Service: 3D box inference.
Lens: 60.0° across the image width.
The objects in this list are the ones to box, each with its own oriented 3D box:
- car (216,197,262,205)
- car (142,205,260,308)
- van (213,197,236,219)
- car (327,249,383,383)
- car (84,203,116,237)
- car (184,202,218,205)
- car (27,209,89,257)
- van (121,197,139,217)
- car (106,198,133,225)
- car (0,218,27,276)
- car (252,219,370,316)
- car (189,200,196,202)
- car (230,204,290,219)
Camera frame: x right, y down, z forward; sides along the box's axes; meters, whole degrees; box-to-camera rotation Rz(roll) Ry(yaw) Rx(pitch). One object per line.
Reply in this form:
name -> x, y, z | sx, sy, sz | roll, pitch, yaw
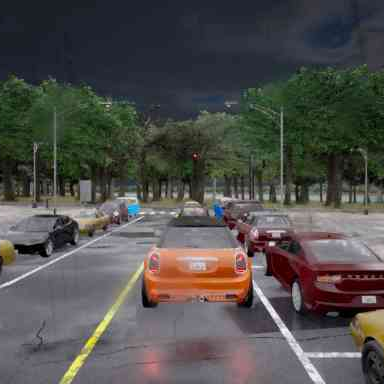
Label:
car -> 2.776, 1.317, 18.299 | 2.192, 1.841, 5.009 | 0, 0, 0
car -> 0.106, 1.352, 8.096 | 2.097, 1.767, 4.553 | 0, 0, 0
van -> 2.786, 1.346, 29.174 | 1.690, 1.788, 3.998 | 0, 0, 0
car -> 2.762, 1.525, 2.156 | 1.752, 1.417, 4.829 | 0, 0, 0
car -> -5.749, 1.527, 18.136 | 1.752, 1.417, 4.829 | 0, 0, 0
car -> 0.113, 1.493, 17.310 | 2.128, 1.511, 4.902 | 0, 0, 0
car -> -5.753, 1.567, 12.869 | 1.947, 1.339, 4.313 | 0, 0, 0
van -> -5.739, 1.346, 29.182 | 1.690, 1.788, 3.998 | 0, 0, 0
car -> -5.744, 1.443, 23.744 | 1.967, 1.590, 4.097 | 0, 0, 0
car -> -5.758, 1.525, 7.261 | 1.752, 1.417, 4.829 | 0, 0, 0
car -> 2.767, 1.545, 7.424 | 1.887, 1.381, 4.507 | 0, 0, 0
car -> 0.021, 1.460, 27.255 | 1.801, 1.575, 5.366 | 0, 0, 1
car -> 2.772, 1.441, 12.861 | 1.967, 1.590, 4.097 | 0, 0, 0
